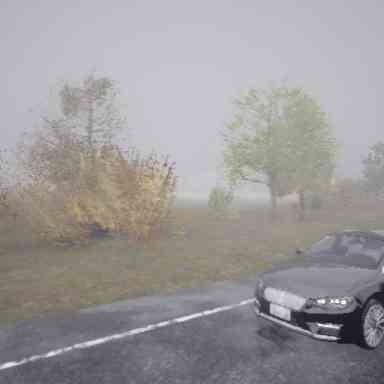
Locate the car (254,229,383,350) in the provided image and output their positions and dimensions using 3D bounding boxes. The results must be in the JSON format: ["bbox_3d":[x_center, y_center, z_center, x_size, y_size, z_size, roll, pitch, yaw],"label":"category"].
[{"bbox_3d":[3.302,1.511,6.334,4.902,1.511,2.128,0,0,-35],"label":"car"}]
